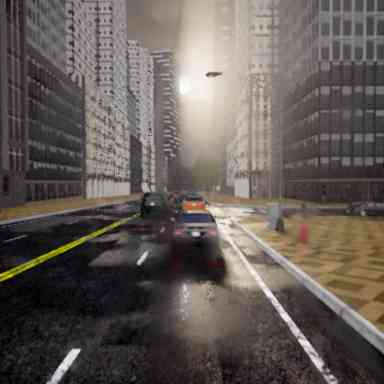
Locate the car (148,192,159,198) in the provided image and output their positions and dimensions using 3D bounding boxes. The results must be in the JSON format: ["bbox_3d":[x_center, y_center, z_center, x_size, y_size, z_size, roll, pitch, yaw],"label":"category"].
[{"bbox_3d":[-9.520,0.739,83.400,2.128,1.511,4.902,0,1,0],"label":"car"}]

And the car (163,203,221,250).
[{"bbox_3d":[0.129,1.414,13.556,2.033,1.411,5.357,0,1,0],"label":"car"}]

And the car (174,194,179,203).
[{"bbox_3d":[-3.013,1.044,50.556,1.812,1.442,4.674,0,1,0],"label":"car"}]

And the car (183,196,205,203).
[{"bbox_3d":[0.187,1.119,32.012,2.097,1.767,4.553,0,2,0],"label":"car"}]

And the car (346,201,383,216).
[{"bbox_3d":[15.999,1.473,29.439,4.403,1.369,2.008,0,1,-1],"label":"car"}]

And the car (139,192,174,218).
[{"bbox_3d":[-3.064,1.039,28.562,2.150,2.045,5.566,1,0,0],"label":"car"}]

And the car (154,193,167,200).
[{"bbox_3d":[-6.314,0.907,67.578,2.033,1.411,5.357,0,1,0],"label":"car"}]

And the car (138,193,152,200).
[{"bbox_3d":[-9.564,0.920,67.587,2.033,1.411,5.357,0,1,0],"label":"car"}]

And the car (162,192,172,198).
[{"bbox_3d":[-6.270,0.726,83.390,2.128,1.511,4.902,0,1,0],"label":"car"}]
